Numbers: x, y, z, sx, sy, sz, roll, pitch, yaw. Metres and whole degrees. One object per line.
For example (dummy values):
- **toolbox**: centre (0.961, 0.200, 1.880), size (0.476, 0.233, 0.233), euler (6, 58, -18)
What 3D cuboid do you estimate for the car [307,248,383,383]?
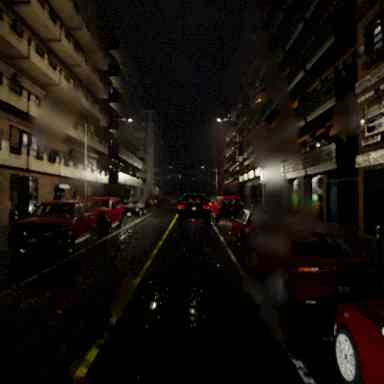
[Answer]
- **car**: centre (2.588, 1.536, 2.365), size (1.887, 1.381, 4.507), euler (1, 0, 0)

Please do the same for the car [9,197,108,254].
- **car**: centre (-5.273, 1.270, 13.496), size (2.192, 1.841, 5.009), euler (1, 0, 0)

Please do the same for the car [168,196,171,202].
- **car**: centre (-5.211, 1.453, 68.804), size (1.802, 1.307, 4.206), euler (1, 0, 0)

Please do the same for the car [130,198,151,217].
- **car**: centre (-5.258, 1.476, 30.090), size (1.947, 1.339, 4.313), euler (1, 0, 0)

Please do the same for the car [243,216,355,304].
- **car**: centre (2.595, 1.517, 7.895), size (1.887, 1.381, 4.507), euler (1, 0, 0)

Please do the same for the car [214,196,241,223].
- **car**: centre (2.587, 1.237, 24.488), size (2.192, 1.841, 5.009), euler (1, 0, 0)

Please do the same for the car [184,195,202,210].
- **car**: centre (0.153, 1.240, 40.819), size (2.097, 1.767, 4.553), euler (0, 0, 0)

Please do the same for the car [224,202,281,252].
- **car**: centre (2.612, 1.395, 13.426), size (1.967, 1.590, 4.097), euler (1, 0, 0)

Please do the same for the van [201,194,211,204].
- **van**: centre (2.634, 1.211, 63.208), size (1.690, 1.788, 3.998), euler (1, 0, 0)

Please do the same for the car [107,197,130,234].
- **car**: centre (-5.266, 1.254, 19.026), size (2.192, 1.841, 5.009), euler (1, 0, 0)

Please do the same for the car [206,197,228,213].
- **car**: centre (2.597, 1.338, 35.551), size (1.967, 1.590, 4.097), euler (1, 0, 0)

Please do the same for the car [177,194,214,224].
- **car**: centre (0.133, 1.145, 23.847), size (2.150, 2.045, 5.566), euler (0, 0, 0)

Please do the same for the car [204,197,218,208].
- **car**: centre (2.609, 1.462, 46.614), size (1.802, 1.307, 4.206), euler (1, 0, 0)

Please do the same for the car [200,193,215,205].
- **car**: centre (2.628, 1.186, 57.676), size (2.192, 1.841, 5.009), euler (1, 0, 0)

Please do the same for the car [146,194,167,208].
- **car**: centre (-5.232, 1.196, 46.679), size (2.192, 1.841, 5.009), euler (1, 0, 0)
